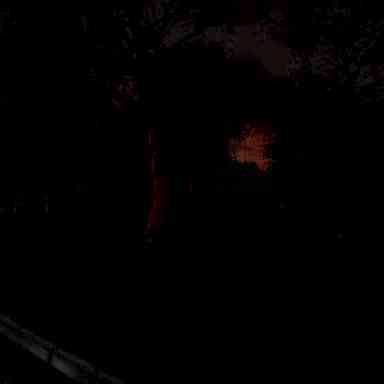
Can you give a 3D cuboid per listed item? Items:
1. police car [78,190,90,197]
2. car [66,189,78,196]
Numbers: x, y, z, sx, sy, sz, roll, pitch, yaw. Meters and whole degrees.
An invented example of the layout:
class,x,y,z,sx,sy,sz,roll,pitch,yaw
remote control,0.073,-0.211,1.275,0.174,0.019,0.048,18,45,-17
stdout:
class,x,y,z,sx,sy,sz,roll,pitch,yaw
police car,-20.617,0.174,67.930,1.930,1.638,5.238,-1,2,10
car,-25.103,0.124,68.718,1.882,1.535,5.008,-1,2,11
